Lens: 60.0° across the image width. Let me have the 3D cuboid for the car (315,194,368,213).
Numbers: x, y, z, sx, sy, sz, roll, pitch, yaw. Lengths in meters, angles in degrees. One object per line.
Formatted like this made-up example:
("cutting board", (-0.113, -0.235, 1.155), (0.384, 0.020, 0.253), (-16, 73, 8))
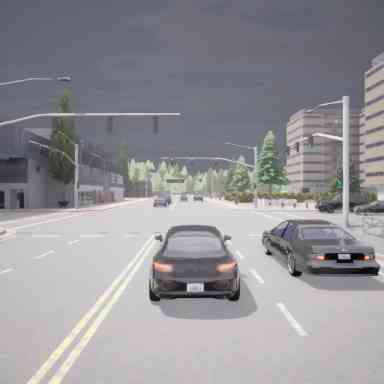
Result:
("car", (16.284, 1.222, 35.967), (5.566, 2.045, 2.150), (0, 0, -2))

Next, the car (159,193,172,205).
("car", (-5.020, 1.221, 59.835), (2.150, 2.045, 5.566), (0, 0, -1))

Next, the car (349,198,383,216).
("car", (18.220, 1.526, 32.499), (4.674, 1.442, 1.812), (0, 0, -2))

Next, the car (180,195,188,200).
("car", (-2.197, 1.467, 88.737), (1.994, 1.385, 4.181), (0, 0, -1))

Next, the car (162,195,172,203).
("car", (-5.219, 1.500, 70.194), (1.837, 1.490, 4.892), (0, 0, -1))

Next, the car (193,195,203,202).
("car", (1.565, 1.478, 78.672), (1.882, 1.535, 5.008), (0, 0, -1))

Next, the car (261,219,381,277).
("car", (3.533, 1.547, 10.240), (2.033, 1.411, 5.357), (0, 0, 0))

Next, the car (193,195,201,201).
("car", (1.302, 1.500, 88.810), (1.837, 1.490, 4.892), (0, 0, -1))

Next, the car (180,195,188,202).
("car", (-1.922, 1.533, 78.102), (2.033, 1.411, 5.357), (0, 0, -1))

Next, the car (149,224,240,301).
("car", (0.035, 1.526, 8.182), (1.812, 1.442, 4.674), (0, 0, -1))

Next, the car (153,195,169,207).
("car", (-4.783, 1.526, 50.408), (1.812, 1.442, 4.674), (0, 0, -2))
